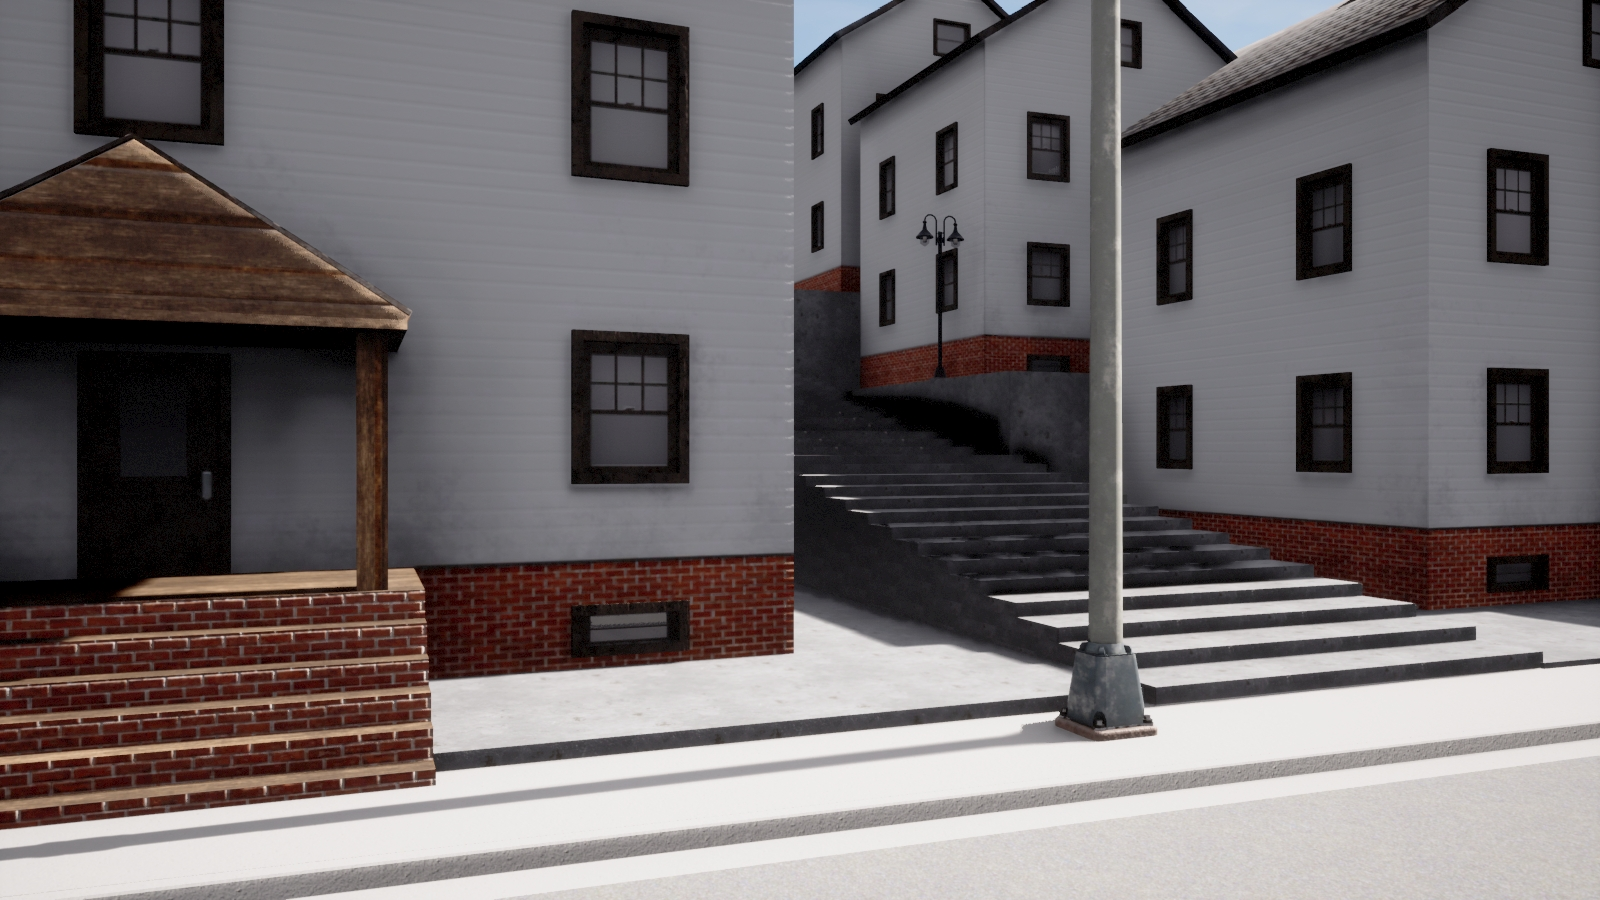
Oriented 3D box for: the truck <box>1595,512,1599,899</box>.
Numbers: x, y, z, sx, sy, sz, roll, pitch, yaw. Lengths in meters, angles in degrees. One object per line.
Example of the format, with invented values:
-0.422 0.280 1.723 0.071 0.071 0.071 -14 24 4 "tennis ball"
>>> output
7.269 1.563 5.909 5.204 2.467 2.627 0 0 -19 "truck"
